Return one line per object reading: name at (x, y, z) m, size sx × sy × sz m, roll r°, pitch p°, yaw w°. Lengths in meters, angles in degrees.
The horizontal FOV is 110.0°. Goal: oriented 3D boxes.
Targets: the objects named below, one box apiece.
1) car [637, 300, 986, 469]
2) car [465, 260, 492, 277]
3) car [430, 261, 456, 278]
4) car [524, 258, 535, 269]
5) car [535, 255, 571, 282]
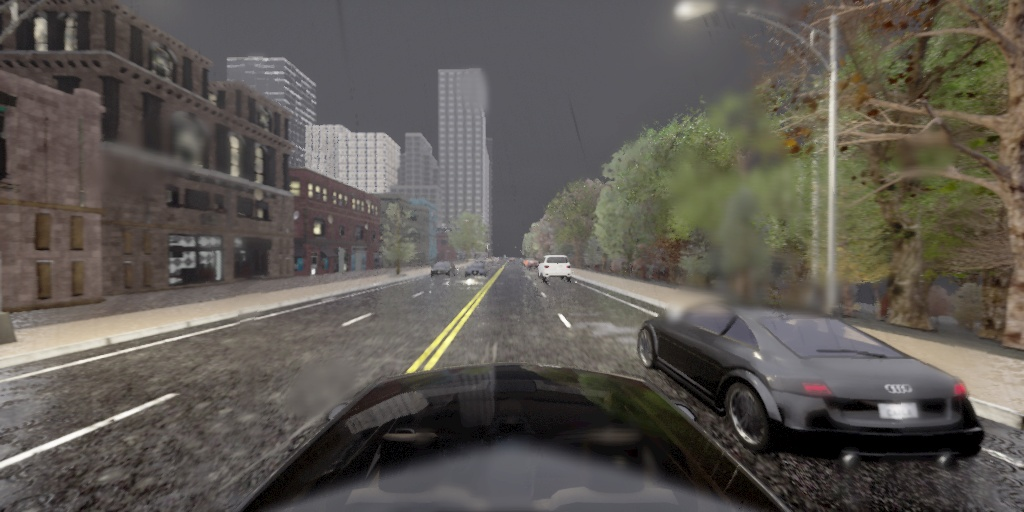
car at (3.350, 1.314, 5.112) m, size 1.994 × 1.385 × 4.181 m, roll 0°, pitch 0°, yaw 0°
car at (-3.329, 1.310, 34.379) m, size 1.994 × 1.385 × 4.181 m, roll 0°, pitch 0°, yaw 0°
car at (-6.577, 1.253, 34.685) m, size 1.837 × 1.490 × 4.892 m, roll 0°, pitch -1°, yaw 0°
car at (3.249, 1.338, 55.856) m, size 1.895 × 1.301 × 4.718 m, roll 0°, pitch 0°, yaw 0°
car at (3.350, 0.967, 28.724) m, size 2.150 × 2.045 × 5.566 m, roll 0°, pitch 0°, yaw 0°
